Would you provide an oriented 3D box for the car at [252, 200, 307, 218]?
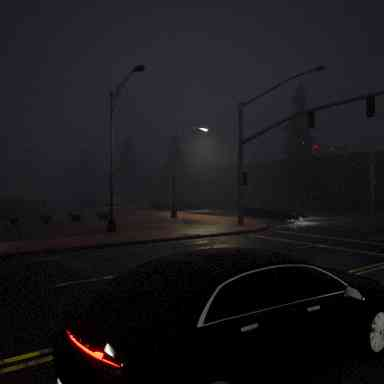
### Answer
[{"bbox_3d":[8.036,1.506,30.956,1.837,1.490,4.892,0,0,-37],"label":"car"}]

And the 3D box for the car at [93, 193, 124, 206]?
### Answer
[{"bbox_3d":[-13.337,1.224,52.340,5.566,2.045,2.150,0,0,27],"label":"car"}]

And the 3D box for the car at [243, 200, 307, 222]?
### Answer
[{"bbox_3d":[6.581,1.547,27.049,2.033,1.411,5.357,0,0,-36],"label":"car"}]

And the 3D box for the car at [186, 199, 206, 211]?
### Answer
[{"bbox_3d":[-0.251,1.564,41.741,1.994,1.385,4.181,0,0,-42],"label":"car"}]

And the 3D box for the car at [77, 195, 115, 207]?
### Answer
[{"bbox_3d":[-14.456,1.547,49.014,5.357,1.411,2.033,0,0,28],"label":"car"}]

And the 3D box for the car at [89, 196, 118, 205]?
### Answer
[{"bbox_3d":[-16.283,1.478,61.331,5.008,1.535,1.882,0,0,21],"label":"car"}]

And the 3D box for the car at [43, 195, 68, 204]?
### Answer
[{"bbox_3d":[-26.243,1.352,63.797,4.553,1.767,2.097,0,0,9],"label":"car"}]

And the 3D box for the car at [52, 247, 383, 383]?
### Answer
[{"bbox_3d":[0.813,1.505,4.378,4.892,1.490,1.837,0,0,-35],"label":"car"}]

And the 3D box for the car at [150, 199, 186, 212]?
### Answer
[{"bbox_3d":[-3.206,1.525,39.876,1.812,1.442,4.674,0,0,-42],"label":"car"}]
